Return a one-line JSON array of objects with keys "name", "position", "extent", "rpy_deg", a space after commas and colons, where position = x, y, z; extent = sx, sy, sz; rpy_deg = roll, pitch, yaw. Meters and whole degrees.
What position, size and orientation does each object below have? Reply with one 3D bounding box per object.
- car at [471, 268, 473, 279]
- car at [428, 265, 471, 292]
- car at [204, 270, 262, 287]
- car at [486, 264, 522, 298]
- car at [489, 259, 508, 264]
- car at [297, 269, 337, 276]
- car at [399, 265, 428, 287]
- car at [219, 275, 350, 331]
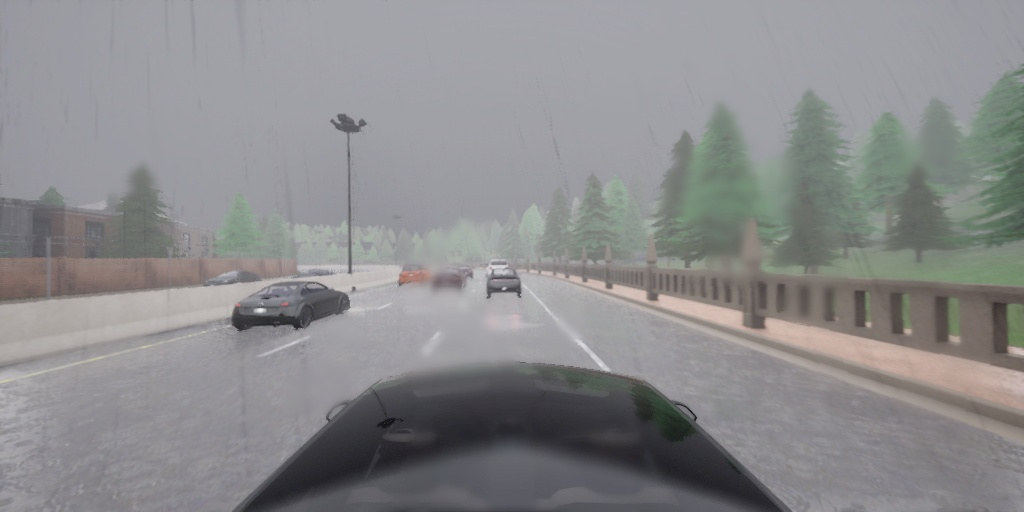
[{"name": "car", "position": [-5.335, 1.761, 40.210], "extent": [1.812, 1.442, 4.674], "rpy_deg": [-1, 0, -8]}, {"name": "car", "position": [-4.106, 1.527, 24.280], "extent": [1.882, 1.535, 5.008], "rpy_deg": [-1, -1, -2]}, {"name": "car", "position": [-22.020, 1.887, 28.586], "extent": [1.812, 1.442, 4.674], "rpy_deg": [-1, -1, -3]}, {"name": "car", "position": [-0.463, 1.446, 20.276], "extent": [2.128, 1.511, 4.902], "rpy_deg": [-1, 0, -2]}, {"name": "car", "position": [-1.525, 1.380, 38.112], "extent": [2.150, 2.045, 5.566], "rpy_deg": [-1, 0, -6]}, {"name": "car", "position": [-14.975, 1.849, 27.819], "extent": [1.895, 1.301, 4.718], "rpy_deg": [-1, -1, -3]}, {"name": "car", "position": [-7.853, 1.514, 29.716], "extent": [2.097, 1.767, 4.553], "rpy_deg": [-1, -1, -3]}, {"name": "car", "position": [-7.177, 1.530, 12.113], "extent": [1.994, 1.385, 4.181], "rpy_deg": [-1, -1, -2]}]
